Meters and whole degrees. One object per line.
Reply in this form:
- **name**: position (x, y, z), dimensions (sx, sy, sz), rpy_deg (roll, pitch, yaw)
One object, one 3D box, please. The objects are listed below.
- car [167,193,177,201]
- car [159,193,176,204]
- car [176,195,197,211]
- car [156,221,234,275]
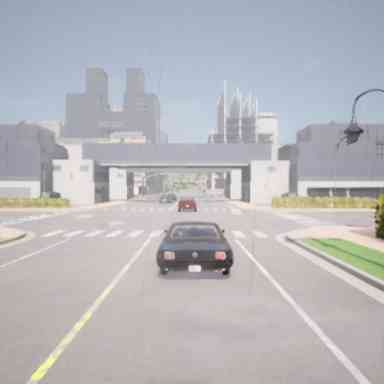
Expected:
- **car**: position (-4.158, 0.986, 69.085), dimensions (1.837, 1.490, 4.892), rpy_deg (0, 0, 0)
- **car**: position (-4.227, 1.097, 53.219), dimensions (2.128, 1.511, 4.902), rpy_deg (0, 1, 0)
- **car**: position (-0.498, 1.215, 36.086), dimensions (1.882, 1.535, 5.008), rpy_deg (0, 0, -1)
- **car**: position (0.075, 1.521, 10.121), dimensions (1.895, 1.301, 4.718), rpy_deg (0, 0, 0)
